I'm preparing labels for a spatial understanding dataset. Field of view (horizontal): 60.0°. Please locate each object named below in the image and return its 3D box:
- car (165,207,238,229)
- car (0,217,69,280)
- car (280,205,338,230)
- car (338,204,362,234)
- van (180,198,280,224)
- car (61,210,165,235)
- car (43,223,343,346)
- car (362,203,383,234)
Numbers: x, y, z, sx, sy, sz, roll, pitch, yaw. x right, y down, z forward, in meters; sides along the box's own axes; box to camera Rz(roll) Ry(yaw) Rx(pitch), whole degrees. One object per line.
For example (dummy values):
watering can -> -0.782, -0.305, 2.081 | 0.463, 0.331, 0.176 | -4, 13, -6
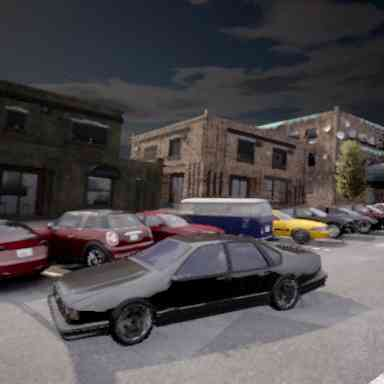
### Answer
car -> -1.085, 1.484, 12.585 | 5.008, 1.535, 2.097 | -1, -1, 34
car -> -5.857, 1.504, 9.093 | 4.792, 1.488, 2.163 | -1, -1, 34
car -> 3.813, 1.490, 15.956 | 5.366, 1.575, 1.946 | -1, -1, 34
car -> 6.022, 1.500, 17.801 | 5.008, 1.535, 2.097 | -1, -1, 34
van -> 1.190, 1.265, 14.390 | 4.442, 1.987, 1.878 | -1, -1, 34
car -> -3.434, 1.353, 10.811 | 4.553, 1.767, 2.185 | -1, -1, 34
car -> 0.187, 1.554, 6.402 | 5.357, 1.411, 2.033 | 0, 0, -28
car -> 8.421, 1.535, 19.510 | 4.792, 1.488, 2.163 | -1, -1, 34
